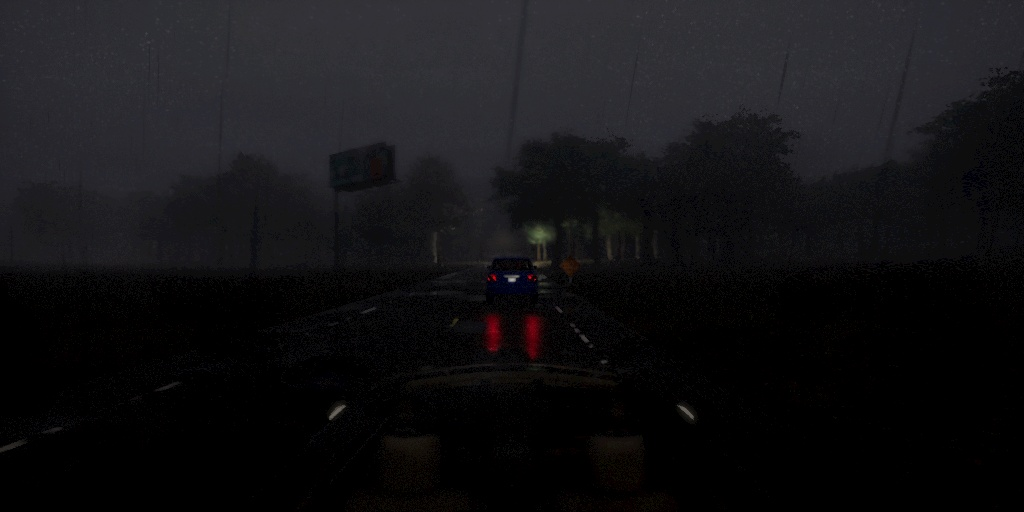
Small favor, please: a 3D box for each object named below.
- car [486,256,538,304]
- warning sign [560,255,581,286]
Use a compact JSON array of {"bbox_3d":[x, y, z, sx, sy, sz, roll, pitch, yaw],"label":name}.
[{"bbox_3d":[0.000,1.012,16.534,2.150,2.045,5.566,0,0,0],"label":"car"},{"bbox_3d":[3.550,0.870,21.687,1.300,1.860,1.060,0,0,0],"label":"warning sign"}]
